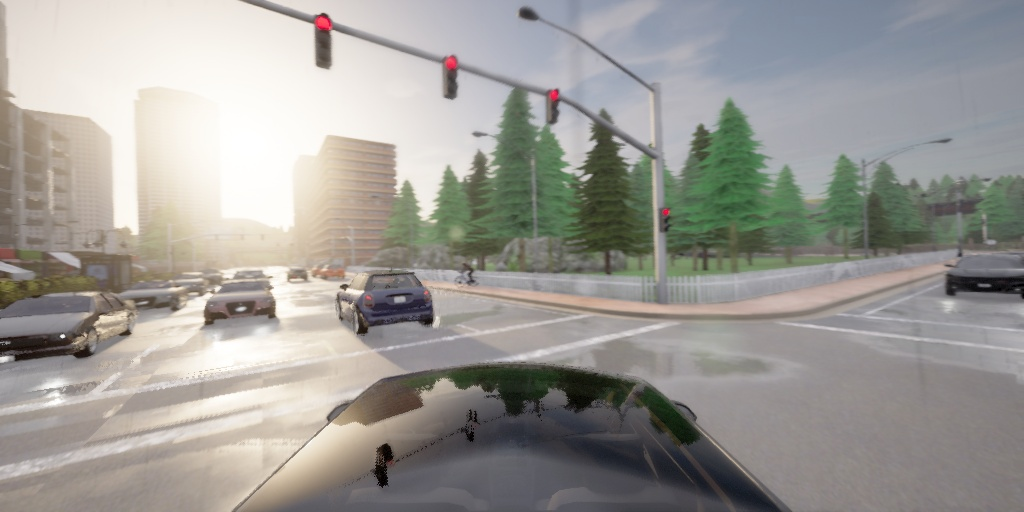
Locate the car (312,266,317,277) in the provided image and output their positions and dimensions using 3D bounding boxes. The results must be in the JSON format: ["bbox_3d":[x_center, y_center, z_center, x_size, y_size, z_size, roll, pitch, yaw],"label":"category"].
[{"bbox_3d":[-25.661,1.880,48.279,2.097,1.767,4.553,-2,0,-35],"label":"car"}]

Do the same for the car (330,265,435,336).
[{"bbox_3d":[-4.191,1.229,11.405,2.097,1.767,4.553,-2,0,-34],"label":"car"}]

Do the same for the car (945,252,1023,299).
[{"bbox_3d":[18.227,0.668,13.656,5.008,1.535,1.882,-2,0,-34],"label":"car"}]

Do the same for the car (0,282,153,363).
[{"bbox_3d":[-11.280,1.641,9.061,2.033,1.411,5.357,-2,0,-35],"label":"car"}]

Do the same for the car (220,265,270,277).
[{"bbox_3d":[-15.080,1.560,20.644,2.097,1.767,4.553,-2,0,-35],"label":"car"}]

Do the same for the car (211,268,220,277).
[{"bbox_3d":[-28.140,1.958,33.371,2.097,1.767,4.553,-2,0,-34],"label":"car"}]

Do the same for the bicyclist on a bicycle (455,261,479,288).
[{"bbox_3d":[-2.800,1.135,22.215,1.656,1.620,0.582,-2,0,-35],"label":"bicyclist on a bicycle"}]

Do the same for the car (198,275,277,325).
[{"bbox_3d":[-10.142,1.622,13.553,1.994,1.385,4.181,-2,0,-35],"label":"car"}]

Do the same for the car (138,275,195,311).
[{"bbox_3d":[-16.531,1.817,16.616,1.994,1.385,4.181,-2,0,-34],"label":"car"}]

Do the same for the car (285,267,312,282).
[{"bbox_3d":[-23.334,1.964,38.914,1.837,1.490,4.892,-2,0,-35],"label":"car"}]

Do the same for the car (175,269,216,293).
[{"bbox_3d":[-21.838,1.907,24.251,2.128,1.511,4.902,-2,0,-35],"label":"car"}]

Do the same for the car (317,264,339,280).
[{"bbox_3d":[-20.577,1.726,41.070,2.097,1.767,4.553,-2,0,-34],"label":"car"}]
